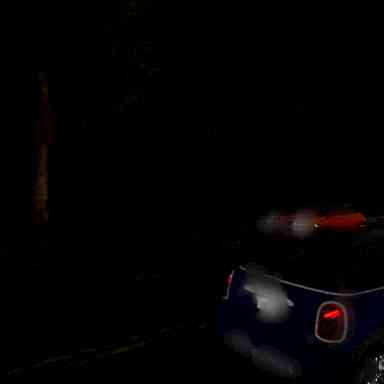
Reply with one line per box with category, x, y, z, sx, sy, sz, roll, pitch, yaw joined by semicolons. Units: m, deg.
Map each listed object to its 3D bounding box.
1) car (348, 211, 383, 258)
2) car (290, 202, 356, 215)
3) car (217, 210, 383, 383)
car;7.996;1.464;12.244;4.181;1.385;1.994;-1;0;-29
car;5.453;1.262;14.536;4.553;1.767;2.097;0;0;-29
car;2.645;1.315;5.012;4.553;1.767;2.097;0;0;-33
